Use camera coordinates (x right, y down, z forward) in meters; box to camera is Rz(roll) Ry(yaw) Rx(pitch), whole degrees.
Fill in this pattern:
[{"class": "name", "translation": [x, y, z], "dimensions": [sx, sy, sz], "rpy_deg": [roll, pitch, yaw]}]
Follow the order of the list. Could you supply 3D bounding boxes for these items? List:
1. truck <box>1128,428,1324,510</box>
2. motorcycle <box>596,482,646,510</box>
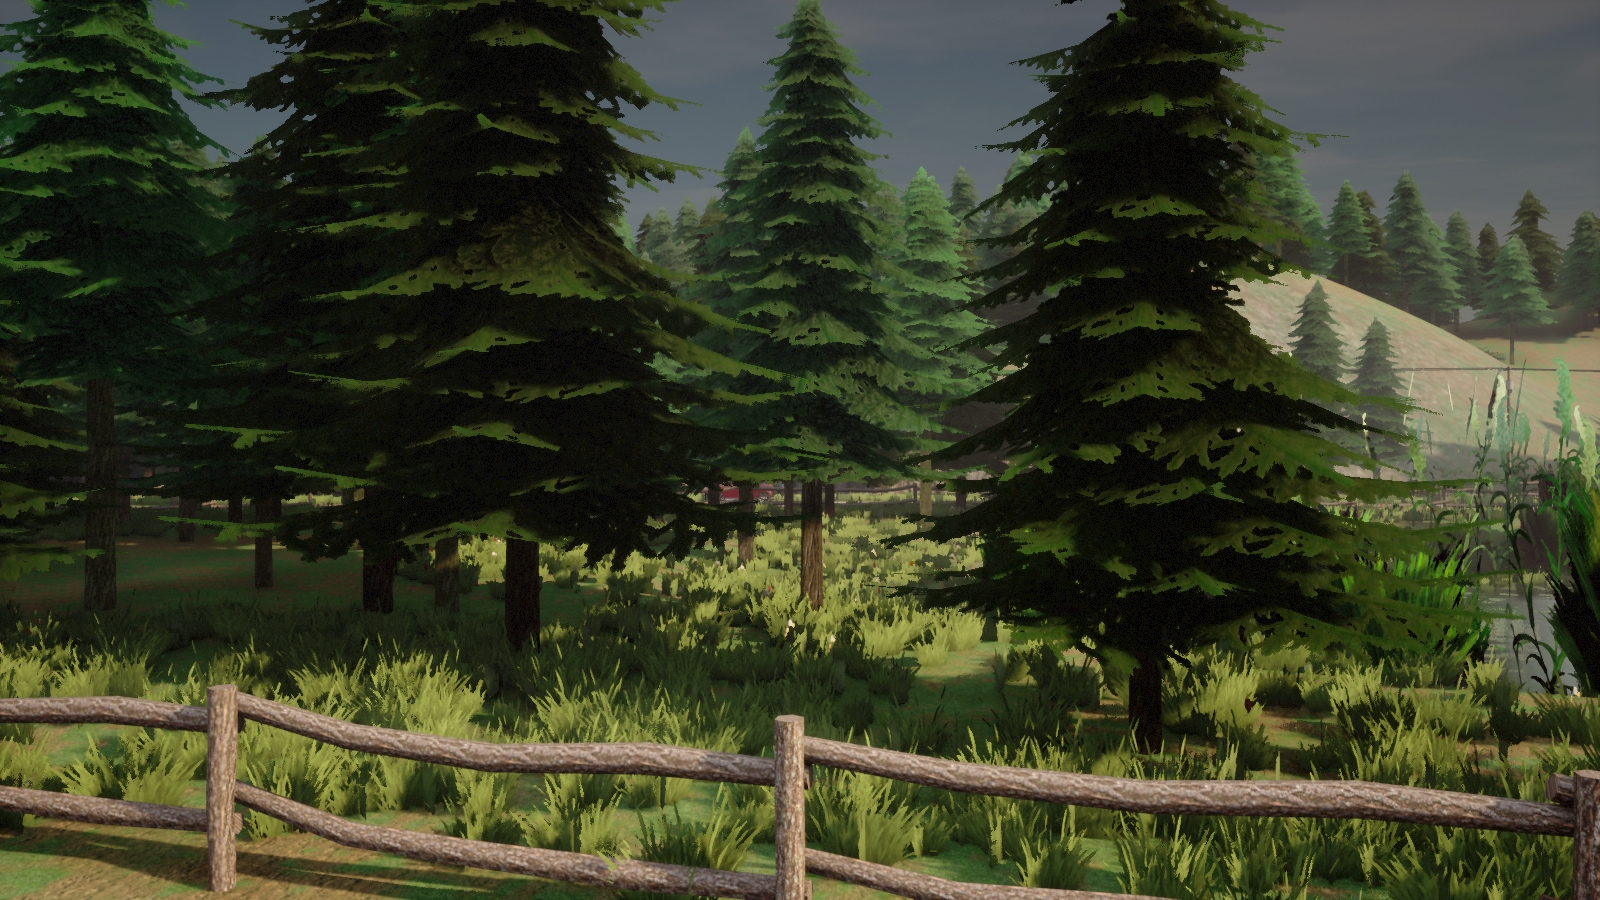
[{"class": "truck", "translation": [20.531, 0.890, 55.480], "dimensions": [8.468, 3.827, 2.891], "rpy_deg": [0, 0, 7]}, {"class": "motorcycle", "translation": [-8.474, 2.178, 54.102], "dimensions": [2.209, 1.251, 0.867], "rpy_deg": [0, 0, 14]}]
